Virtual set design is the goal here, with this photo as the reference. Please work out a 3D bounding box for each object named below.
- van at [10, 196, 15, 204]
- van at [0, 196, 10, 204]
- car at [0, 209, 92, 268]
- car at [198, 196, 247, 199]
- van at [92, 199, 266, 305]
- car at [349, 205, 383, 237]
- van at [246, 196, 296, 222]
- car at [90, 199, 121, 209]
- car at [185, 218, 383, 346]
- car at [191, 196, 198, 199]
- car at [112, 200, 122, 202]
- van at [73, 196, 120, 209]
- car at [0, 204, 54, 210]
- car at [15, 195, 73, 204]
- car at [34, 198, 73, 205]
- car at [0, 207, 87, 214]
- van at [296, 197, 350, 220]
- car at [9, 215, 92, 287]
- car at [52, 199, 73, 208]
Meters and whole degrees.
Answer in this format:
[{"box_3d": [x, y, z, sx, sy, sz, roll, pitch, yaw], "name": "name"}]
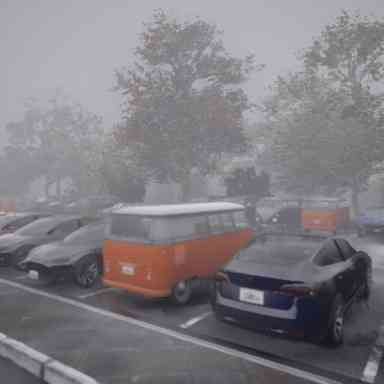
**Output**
[{"box_3d": [-17.138, 1.441, 36.745, 1.878, 1.987, 4.442, 0, 0, 36], "name": "van"}, {"box_3d": [-19.285, 1.455, 38.289, 1.878, 1.987, 4.442, 0, 0, 36], "name": "van"}, {"box_3d": [-4.590, 1.564, 11.424, 2.163, 1.488, 4.792, 0, 0, 36], "name": "car"}, {"box_3d": [3.117, 1.280, 21.993, 2.435, 2.045, 5.566, 0, 0, 36], "name": "car"}, {"box_3d": [0.001, 1.278, 8.301, 1.878, 1.987, 4.442, 0, 0, 36], "name": "van"}, {"box_3d": [9.883, 1.486, 17.167, 2.097, 1.535, 5.008, 0, 0, 36], "name": "car"}, {"box_3d": [5.314, 1.290, 20.304, 1.878, 1.987, 4.442, 0, 0, 36], "name": "van"}, {"box_3d": [-5.960, 1.632, 28.562, 2.002, 1.452, 4.674, 0, 0, 36], "name": "car"}, {"box_3d": [2.205, 1.519, 6.607, 2.163, 1.488, 4.792, 0, 0, 36], "name": "car"}, {"box_3d": [0.869, 1.295, 23.611, 2.435, 2.045, 5.566, 0, 0, 36], "name": "car"}, {"box_3d": [-3.615, 1.576, 26.865, 2.097, 1.535, 5.008, 0, 0, 36], "name": "car"}, {"box_3d": [-8.144, 1.381, 30.274, 1.878, 1.987, 4.442, 0, 0, 36], "name": "van"}, {"box_3d": [-9.188, 1.562, 14.540, 1.946, 1.575, 5.366, 0, 0, 36], "name": "car"}, {"box_3d": [-14.974, 1.401, 35.009, 2.435, 2.045, 5.566, 0, 0, 36], "name": "car"}, {"box_3d": [-12.610, 1.636, 33.336, 2.097, 1.535, 5.008, 0, 0, 36], "name": "car"}, {"box_3d": [-6.843, 1.579, 13.045, 2.163, 1.488, 4.792, 0, 0, 36], "name": "car"}, {"box_3d": [7.699, 1.275, 18.875, 1.878, 1.987, 4.442, 0, 0, 36], "name": "van"}, {"box_3d": [-2.336, 1.549, 9.803, 2.163, 1.488, 4.792, 0, 0, 36], "name": "car"}, {"box_3d": [-10.358, 1.661, 31.721, 2.002, 1.452, 4.674, 0, 0, 36], "name": "car"}]
